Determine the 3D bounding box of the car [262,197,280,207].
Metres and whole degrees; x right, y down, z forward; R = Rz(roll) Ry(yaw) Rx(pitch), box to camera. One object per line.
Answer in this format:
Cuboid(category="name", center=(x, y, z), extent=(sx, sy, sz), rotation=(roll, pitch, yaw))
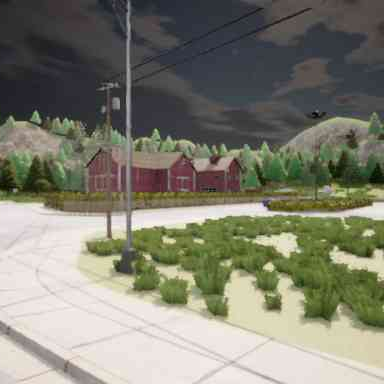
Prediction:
Cuboid(category="car", center=(12.346, 1.540, 50.353), extent=(1.882, 1.535, 5.008), rotation=(0, 0, 35))
